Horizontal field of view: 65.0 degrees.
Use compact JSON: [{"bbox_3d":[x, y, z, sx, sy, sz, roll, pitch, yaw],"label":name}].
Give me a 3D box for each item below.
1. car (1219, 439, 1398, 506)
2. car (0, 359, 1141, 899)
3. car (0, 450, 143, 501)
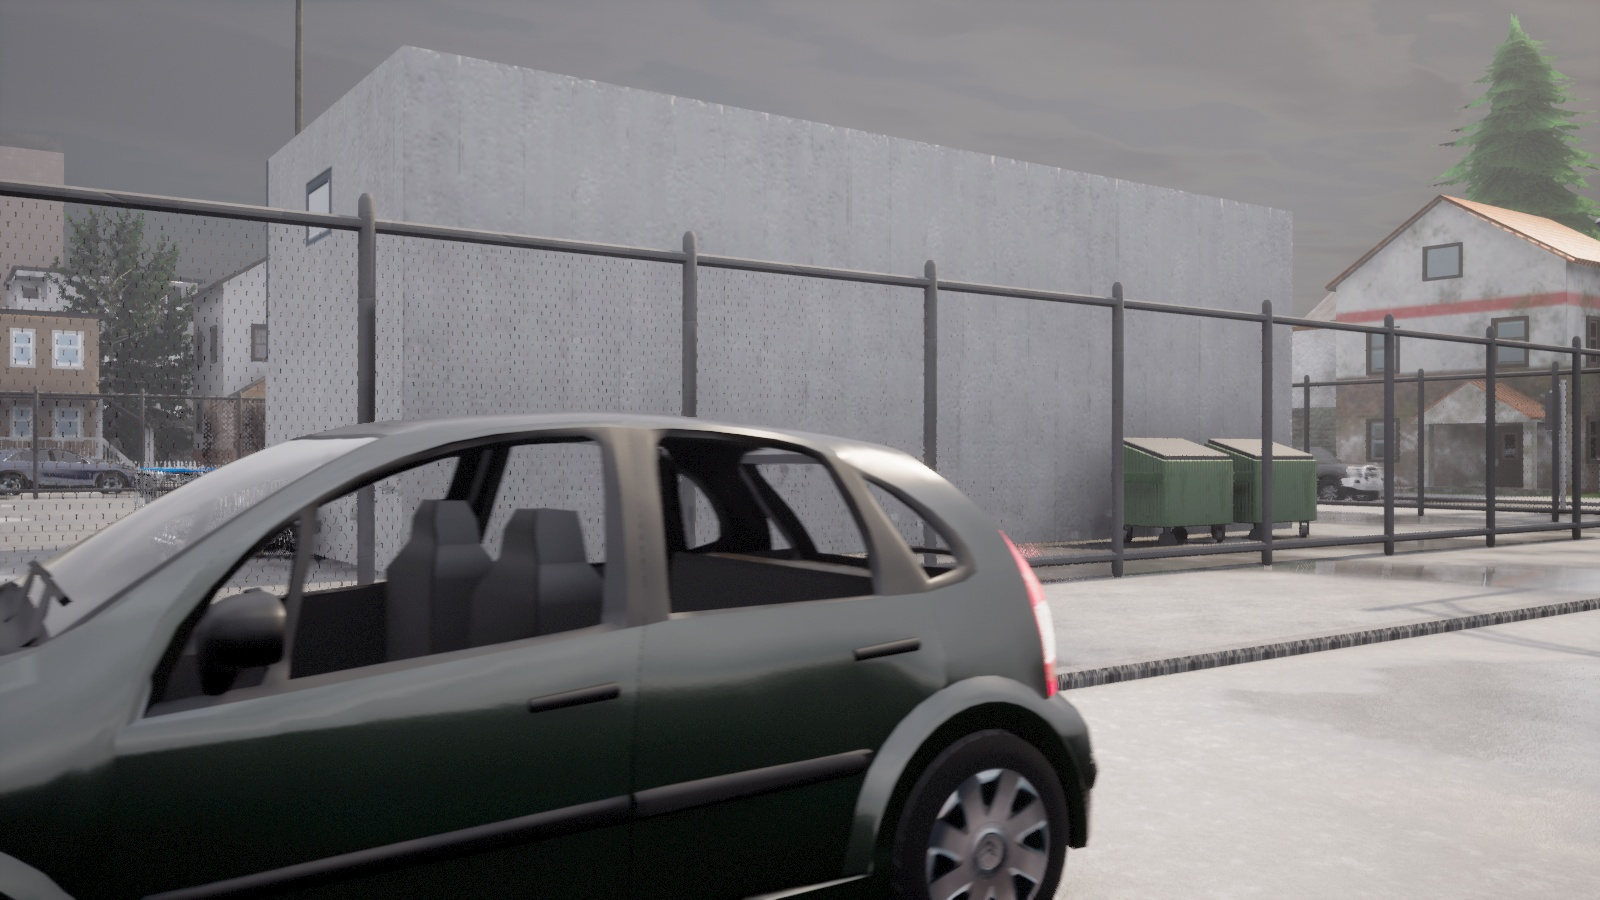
[{"bbox_3d":[15.002,0.621,37.277,1.932,1.855,4.605,0,0,-35],"label":"car"},{"bbox_3d":[-1.113,0.654,3.494,3.988,1.617,1.851,0,0,-35],"label":"car"},{"bbox_3d":[-24.908,0.831,42.177,4.856,1.649,2.033,0,0,-34],"label":"car"}]
